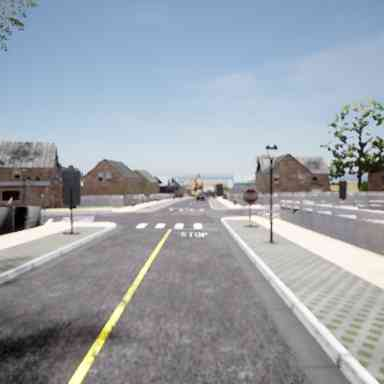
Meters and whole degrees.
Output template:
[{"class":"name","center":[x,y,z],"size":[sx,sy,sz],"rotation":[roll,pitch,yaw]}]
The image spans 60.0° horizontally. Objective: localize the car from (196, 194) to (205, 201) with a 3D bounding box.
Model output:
[{"class":"car","center":[2.033,1.186,76.719],"size":[2.097,1.767,4.553],"rotation":[0,0,3]}]

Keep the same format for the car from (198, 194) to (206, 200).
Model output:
[{"class":"car","center":[2.579,1.256,86.741],"size":[2.033,1.411,5.357],"rotation":[0,0,3]}]
